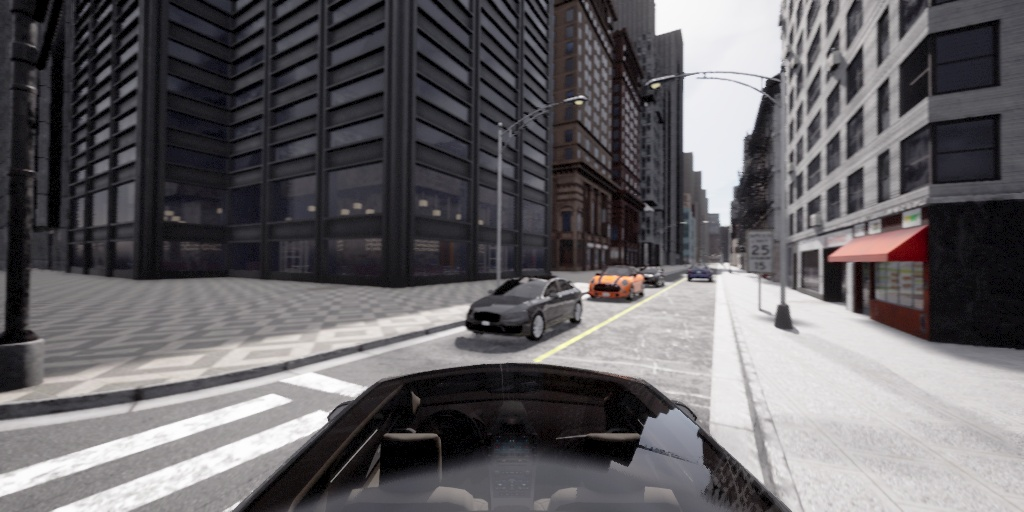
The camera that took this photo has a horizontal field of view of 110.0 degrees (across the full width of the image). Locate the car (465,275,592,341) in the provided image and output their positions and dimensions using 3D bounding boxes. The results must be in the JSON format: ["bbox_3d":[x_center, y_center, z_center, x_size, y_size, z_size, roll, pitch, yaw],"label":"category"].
[{"bbox_3d":[0.596,1.344,10.454,1.837,1.490,4.892,0,-1,30],"label":"car"}]

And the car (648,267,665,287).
[{"bbox_3d":[10.822,1.600,28.248,1.837,1.490,4.892,0,-1,30],"label":"car"}]

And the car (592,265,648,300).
[{"bbox_3d":[5.717,1.320,19.373,2.097,1.767,4.553,0,-1,30],"label":"car"}]

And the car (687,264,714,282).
[{"bbox_3d":[18.760,1.581,35.748,2.097,1.767,4.553,0,-1,30],"label":"car"}]
